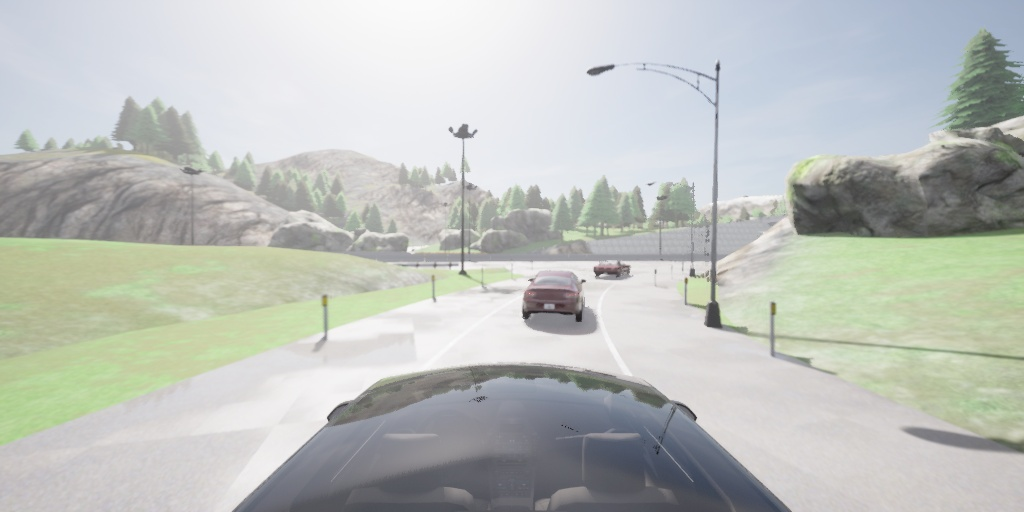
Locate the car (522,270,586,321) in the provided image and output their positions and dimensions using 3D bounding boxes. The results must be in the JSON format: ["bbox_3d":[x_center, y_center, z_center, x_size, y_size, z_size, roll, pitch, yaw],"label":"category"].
[{"bbox_3d":[1.508,1.204,12.202,1.812,1.442,4.674,1,1,12],"label":"car"}]

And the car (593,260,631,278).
[{"bbox_3d":[8.078,0.970,28.634,1.895,1.301,4.718,1,2,30],"label":"car"}]
